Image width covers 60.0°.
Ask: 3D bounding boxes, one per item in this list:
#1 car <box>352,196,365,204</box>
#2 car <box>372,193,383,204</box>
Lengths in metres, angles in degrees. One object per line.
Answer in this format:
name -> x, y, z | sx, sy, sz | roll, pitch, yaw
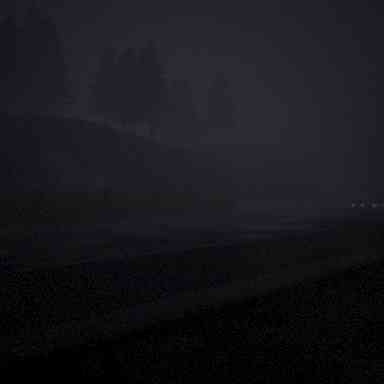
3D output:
car -> 31.681, 1.448, 63.223 | 1.882, 1.535, 5.008 | 0, 0, 32
car -> 34.664, 1.191, 61.393 | 2.150, 2.045, 5.566 | 0, 0, 32
